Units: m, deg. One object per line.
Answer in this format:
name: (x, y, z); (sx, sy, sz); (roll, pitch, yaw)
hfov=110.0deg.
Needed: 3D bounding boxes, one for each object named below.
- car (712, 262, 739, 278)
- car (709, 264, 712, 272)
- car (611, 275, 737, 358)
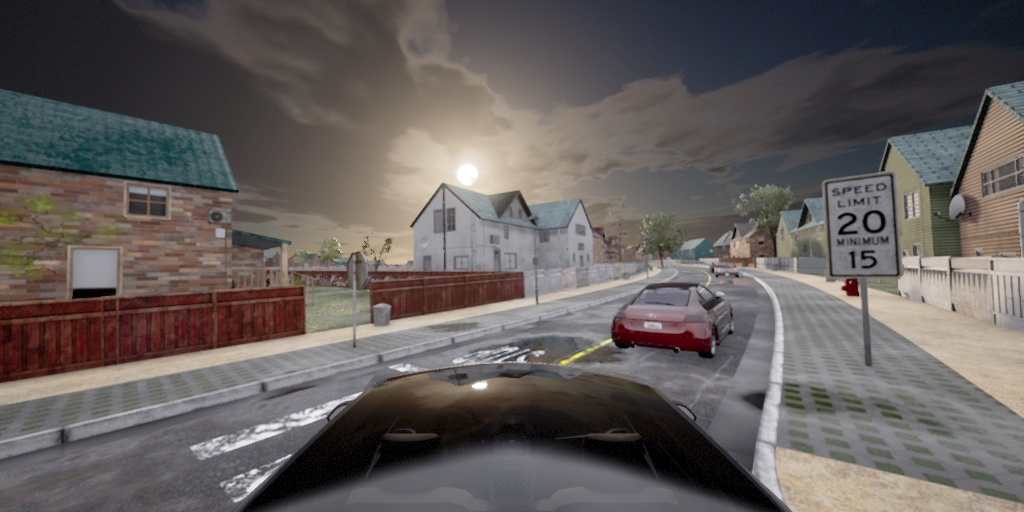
car: (20.471, 1.371, 34.275); (1.895, 1.301, 4.718); (-3, -1, 29)
car: (25.140, 1.402, 43.517); (1.895, 1.301, 4.718); (-2, -1, 25)
car: (3.950, 1.318, 8.568); (1.994, 1.385, 4.181); (-3, -2, 37)
